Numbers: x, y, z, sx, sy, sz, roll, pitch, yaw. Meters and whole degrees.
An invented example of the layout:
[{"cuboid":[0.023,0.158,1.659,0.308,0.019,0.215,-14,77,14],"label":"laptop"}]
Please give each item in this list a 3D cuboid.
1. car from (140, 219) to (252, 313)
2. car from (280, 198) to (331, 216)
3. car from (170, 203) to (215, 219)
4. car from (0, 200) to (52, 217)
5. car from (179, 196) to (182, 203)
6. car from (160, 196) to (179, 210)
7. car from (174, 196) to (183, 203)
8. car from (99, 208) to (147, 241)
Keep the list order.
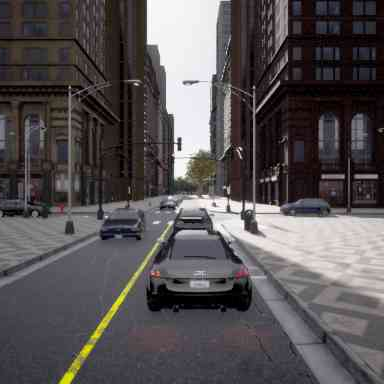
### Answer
[{"cuboid":[0.110,1.564,7.764,1.994,1.385,4.181,0,0,-1],"label":"car"},{"cuboid":[10.873,1.389,32.153,4.553,1.767,2.097,0,0,1],"label":"car"},{"cuboid":[0.066,1.505,16.672,1.837,1.490,4.892,0,0,0],"label":"car"},{"cuboid":[-14.739,1.454,28.924,4.892,1.490,1.837,0,0,-1],"label":"car"},{"cuboid":[-3.075,1.494,52.890,2.128,1.511,4.902,0,0,0],"label":"car"},{"cuboid":[-3.078,1.547,43.129,2.033,1.411,5.357,0,0,0],"label":"car"},{"cuboid":[-2.978,1.550,73.538,1.812,1.442,4.674,0,0,0],"label":"car"},{"cuboid":[-3.317,1.547,17.004,2.033,1.411,5.357,0,0,-3],"label":"car"}]
